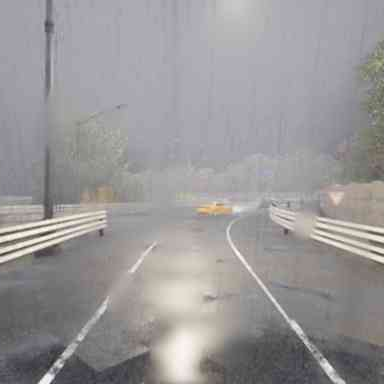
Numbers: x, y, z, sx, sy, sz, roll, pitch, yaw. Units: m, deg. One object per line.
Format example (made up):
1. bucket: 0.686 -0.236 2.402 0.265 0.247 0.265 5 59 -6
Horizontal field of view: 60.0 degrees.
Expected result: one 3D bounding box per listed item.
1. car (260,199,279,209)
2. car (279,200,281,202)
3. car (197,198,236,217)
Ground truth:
1. car: 12.428 1.968 54.608 2.128 1.511 4.902 0 -1 23
2. car: 18.058 2.155 71.393 1.812 1.442 4.674 0 -1 13
3. car: 2.456 1.784 35.950 1.882 1.535 5.008 0 -1 34
